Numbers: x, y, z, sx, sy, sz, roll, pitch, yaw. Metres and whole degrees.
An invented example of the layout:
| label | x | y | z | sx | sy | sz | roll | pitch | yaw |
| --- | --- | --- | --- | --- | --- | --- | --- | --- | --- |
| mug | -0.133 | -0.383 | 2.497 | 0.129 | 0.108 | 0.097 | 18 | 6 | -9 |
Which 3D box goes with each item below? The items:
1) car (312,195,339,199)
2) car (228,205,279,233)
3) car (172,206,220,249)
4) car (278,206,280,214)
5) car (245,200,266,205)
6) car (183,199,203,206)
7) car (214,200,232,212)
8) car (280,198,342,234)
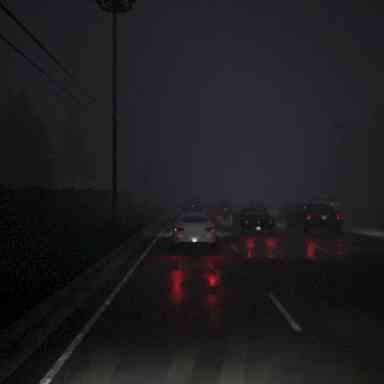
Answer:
| label | x | y | z | sx | sy | sz | roll | pitch | yaw |
| --- | --- | --- | --- | --- | --- | --- | --- | --- | --- |
| car | 14.092 | 1.366 | 36.011 | 2.150 | 2.045 | 5.566 | 0 | 0 | 0 |
| car | 3.595 | 1.682 | 20.244 | 1.895 | 1.301 | 4.718 | 0 | 0 | 0 |
| car | 0.086 | 1.586 | 14.849 | 1.812 | 1.442 | 4.674 | 0 | 0 | 0 |
| car | 10.592 | 1.742 | 35.446 | 1.895 | 1.301 | 4.718 | 0 | 0 | 0 |
| car | 7.091 | 1.640 | 36.986 | 2.128 | 1.511 | 4.902 | 0 | 0 | 0 |
| car | 0.091 | 1.500 | 36.724 | 2.097 | 1.767 | 4.553 | 0 | 0 | 0 |
| car | 3.577 | 1.678 | 37.997 | 1.812 | 1.442 | 4.674 | 0 | 0 | 0 |
| car | 7.095 | 1.432 | 19.961 | 2.097 | 1.767 | 4.553 | 0 | 0 | 0 |
